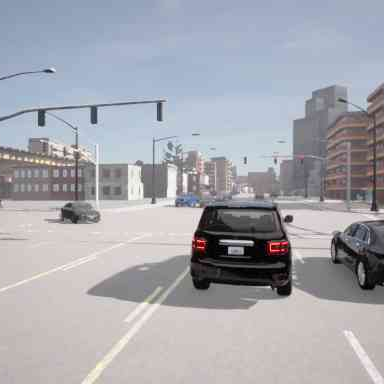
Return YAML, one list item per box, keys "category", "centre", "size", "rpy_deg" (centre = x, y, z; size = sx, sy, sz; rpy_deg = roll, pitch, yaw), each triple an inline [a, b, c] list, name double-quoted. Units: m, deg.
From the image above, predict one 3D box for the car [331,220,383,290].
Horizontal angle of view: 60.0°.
- category: "car"
  centre: [5.071, 1.505, 8.886]
  size: [1.837, 1.490, 4.892]
  rpy_deg: [0, 0, 11]

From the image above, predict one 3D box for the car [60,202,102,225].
- category: "car"
  centre: [-8.267, 1.507, 24.599]
  size: [1.837, 1.490, 4.892]
  rpy_deg: [3, -2, -37]

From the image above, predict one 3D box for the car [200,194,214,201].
- category: "car"
  centre: [3.133, 1.075, 68.167]
  size: [2.033, 1.411, 5.357]
  rpy_deg: [0, 1, 12]

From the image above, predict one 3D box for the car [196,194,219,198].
- category: "car"
  centre: [2.216, 1.381, 46.018]
  size: [1.837, 1.490, 4.892]
  rpy_deg: [0, 1, 11]

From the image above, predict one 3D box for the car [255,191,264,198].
- category: "car"
  centre: [17.218, 0.559, 85.138]
  size: [2.097, 1.767, 4.553]
  rpy_deg: [0, 1, 11]

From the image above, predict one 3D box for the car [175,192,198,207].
- category: "car"
  centre: [-0.871, 1.079, 48.417]
  size: [2.150, 2.045, 5.566]
  rpy_deg: [0, 1, 12]

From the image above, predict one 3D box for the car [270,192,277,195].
- category: "car"
  centre: [20.654, 0.744, 84.468]
  size: [2.033, 1.411, 5.357]
  rpy_deg: [0, 1, 11]

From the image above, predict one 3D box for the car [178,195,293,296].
- category: "car"
  centre: [1.509, 1.221, 8.997]
  size: [2.150, 2.045, 5.566]
  rpy_deg: [0, 0, 14]

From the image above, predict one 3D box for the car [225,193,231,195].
- category: "car"
  centre: [5.879, 1.091, 64.214]
  size: [1.837, 1.490, 4.892]
  rpy_deg: [0, 1, 12]

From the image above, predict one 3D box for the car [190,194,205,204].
- category: "car"
  centre: [1.019, 1.217, 57.898]
  size: [1.837, 1.490, 4.892]
  rpy_deg: [0, 1, 11]

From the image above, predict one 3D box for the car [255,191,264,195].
- category: "car"
  centre: [14.674, 0.939, 72.272]
  size: [2.128, 1.511, 4.902]
  rpy_deg: [0, 1, 11]

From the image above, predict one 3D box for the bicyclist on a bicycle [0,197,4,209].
- category: "bicyclist on a bicycle"
  centre: [-23.941, 1.303, 41.344]
  size: [0.582, 1.620, 1.656]
  rpy_deg: [0, 0, 10]
